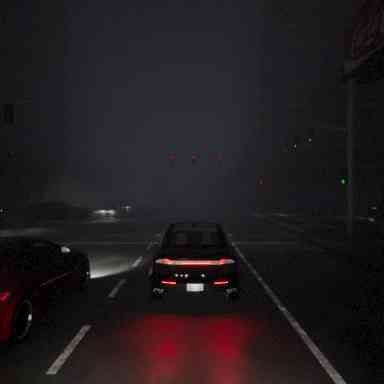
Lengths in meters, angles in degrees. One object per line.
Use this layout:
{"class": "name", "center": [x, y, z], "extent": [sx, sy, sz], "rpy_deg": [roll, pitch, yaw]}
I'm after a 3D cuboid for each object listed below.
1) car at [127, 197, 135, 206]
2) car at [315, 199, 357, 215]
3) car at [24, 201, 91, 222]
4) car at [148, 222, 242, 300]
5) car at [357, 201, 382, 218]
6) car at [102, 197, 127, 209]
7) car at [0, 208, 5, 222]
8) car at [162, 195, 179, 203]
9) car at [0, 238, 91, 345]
{"class": "car", "center": [-10.574, 1.547, 54.112], "extent": [2.033, 1.411, 5.357], "rpy_deg": [0, 0, 0]}
{"class": "car", "center": [14.807, 1.491, 33.024], "extent": [4.902, 1.511, 2.128], "rpy_deg": [0, 0, 0]}
{"class": "car", "center": [-10.321, 1.505, 25.679], "extent": [4.892, 1.490, 1.837], "rpy_deg": [0, 0, 0]}
{"class": "car", "center": [0.068, 1.492, 8.372], "extent": [2.128, 1.511, 4.902], "rpy_deg": [0, 0, 0]}
{"class": "car", "center": [17.704, 1.352, 29.537], "extent": [4.553, 1.767, 2.097], "rpy_deg": [0, 0, 0]}
{"class": "car", "center": [-10.588, 1.491, 44.369], "extent": [2.128, 1.511, 4.902], "rpy_deg": [0, 0, 0]}
{"class": "car", "center": [-14.389, 1.222, 20.774], "extent": [5.566, 2.045, 2.150], "rpy_deg": [0, -1, 20]}
{"class": "car", "center": [-4.599, 1.326, 70.581], "extent": [2.097, 1.767, 4.553], "rpy_deg": [0, 0, -27]}
{"class": "car", "center": [-3.442, 1.564, 6.395], "extent": [1.994, 1.385, 4.181], "rpy_deg": [0, 0, 0]}
